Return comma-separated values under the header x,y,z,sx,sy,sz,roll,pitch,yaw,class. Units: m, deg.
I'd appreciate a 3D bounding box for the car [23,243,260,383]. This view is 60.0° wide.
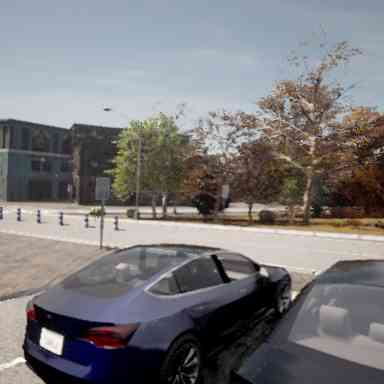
x,y,z,sx,sy,sz,roll,pitch,yaw,class
-0.038,1.528,5.210,2.163,1.488,4.792,0,0,36,car

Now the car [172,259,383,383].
x,y,z,sx,sy,sz,roll,pitch,yaw,class
2.202,1.481,3.570,2.097,1.535,5.008,0,0,36,car
